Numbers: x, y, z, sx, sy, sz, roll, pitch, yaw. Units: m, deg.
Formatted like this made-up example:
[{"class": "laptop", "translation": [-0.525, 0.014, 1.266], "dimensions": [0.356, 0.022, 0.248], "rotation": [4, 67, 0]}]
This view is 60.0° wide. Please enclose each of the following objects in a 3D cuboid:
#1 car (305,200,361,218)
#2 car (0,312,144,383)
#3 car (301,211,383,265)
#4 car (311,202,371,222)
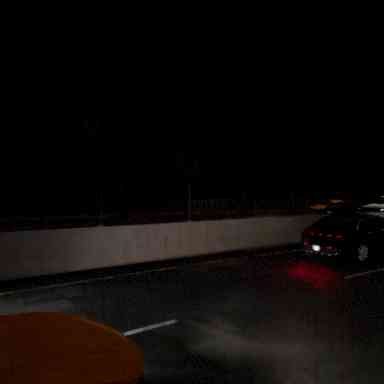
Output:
[{"class": "car", "translation": [13.197, 1.513, 31.150], "dimensions": [5.008, 1.535, 1.882], "rotation": [0, 0, -22]}, {"class": "car", "translation": [-2.651, 1.476, 1.850], "dimensions": [5.008, 1.535, 1.882], "rotation": [0, 0, -35]}, {"class": "car", "translation": [6.006, 1.519, 11.777], "dimensions": [4.892, 1.490, 1.837], "rotation": [0, 0, -31]}, {"class": "car", "translation": [12.054, 1.556, 26.867], "dimensions": [4.674, 1.442, 1.812], "rotation": [0, 0, -24]}]
